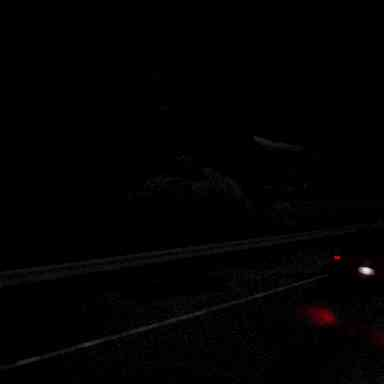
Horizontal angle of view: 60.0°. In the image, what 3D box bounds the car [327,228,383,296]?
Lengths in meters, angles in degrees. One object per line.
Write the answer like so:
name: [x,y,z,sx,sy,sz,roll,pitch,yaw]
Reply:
car: [5.074,1.567,8.010,4.181,1.385,1.994,0,0,-40]
